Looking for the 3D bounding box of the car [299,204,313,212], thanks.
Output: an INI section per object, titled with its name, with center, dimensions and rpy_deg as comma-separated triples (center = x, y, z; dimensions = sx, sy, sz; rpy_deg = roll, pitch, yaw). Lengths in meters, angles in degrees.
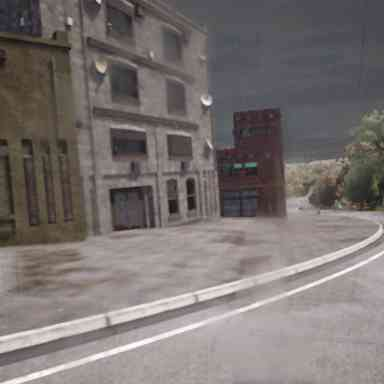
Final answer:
[car]
center = 23.991, 3.333, 70.219
dimensions = 1.882, 1.535, 5.008
rpy_deg = -4, -3, 2
